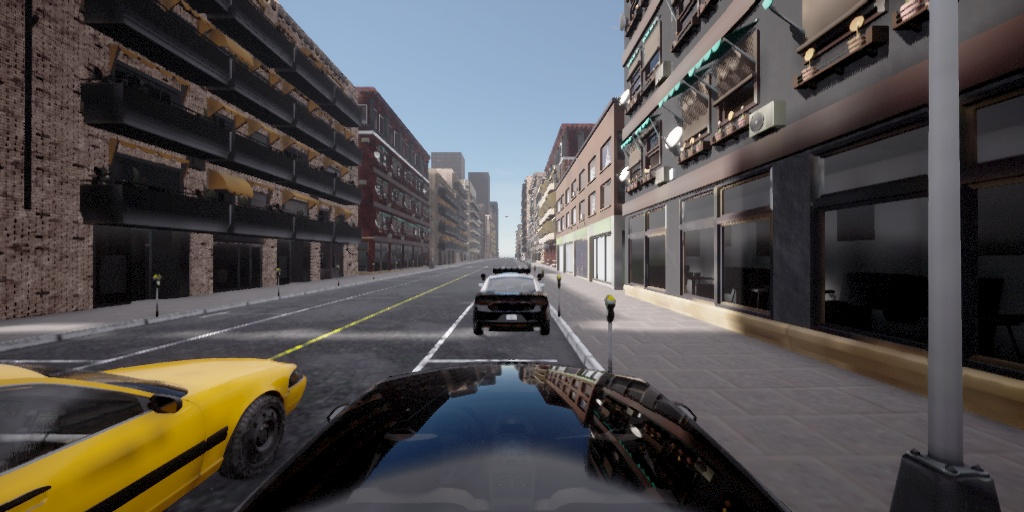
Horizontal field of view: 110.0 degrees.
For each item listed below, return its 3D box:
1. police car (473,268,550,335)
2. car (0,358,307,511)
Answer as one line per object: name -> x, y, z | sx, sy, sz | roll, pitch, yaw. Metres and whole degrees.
police car -> -0.011, 1.165, 10.609 | 1.930, 1.638, 5.238 | 0, 0, 0
car -> -3.145, 1.200, 1.690 | 1.801, 1.575, 5.366 | 0, 0, 0
